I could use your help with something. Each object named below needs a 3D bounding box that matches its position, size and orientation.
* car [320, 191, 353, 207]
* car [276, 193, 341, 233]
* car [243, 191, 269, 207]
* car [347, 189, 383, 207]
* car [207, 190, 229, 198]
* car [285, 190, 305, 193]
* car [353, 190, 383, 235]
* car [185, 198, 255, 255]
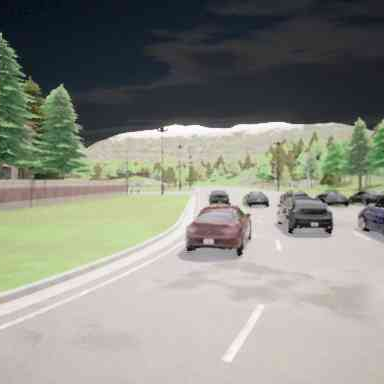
[{"bbox_3d":[13.002,0.589,31.236,1.994,1.385,4.181,0,2,1],"label":"car"},{"bbox_3d":[5.264,1.013,15.957,1.837,1.490,4.892,0,1,6],"label":"car"},{"bbox_3d":[6.012,0.626,31.644,1.994,1.385,4.181,0,2,1],"label":"car"},{"bbox_3d":[16.507,0.525,31.279,1.812,1.442,4.674,0,2,1],"label":"car"},{"bbox_3d":[2.516,0.587,31.780,1.837,1.490,4.892,0,1,1],"label":"car"},{"bbox_3d":[9.499,0.546,31.044,2.128,1.511,4.902,0,2,1],"label":"car"},{"bbox_3d":[8.371,0.914,13.311,2.097,1.767,4.553,0,2,10],"label":"car"},{"bbox_3d":[1.047,1.182,11.762,1.812,1.442,4.674,0,2,14],"label":"car"}]
